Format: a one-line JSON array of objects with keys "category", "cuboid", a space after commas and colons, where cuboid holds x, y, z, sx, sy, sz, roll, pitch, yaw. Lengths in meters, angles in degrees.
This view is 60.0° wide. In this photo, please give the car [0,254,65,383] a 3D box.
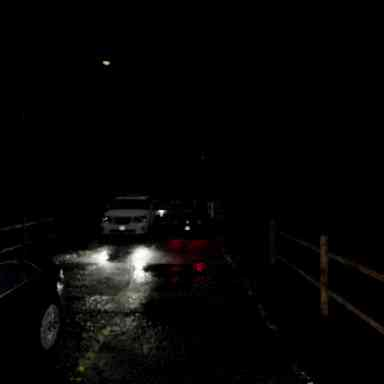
[{"category": "car", "cuboid": [-2.898, 1.493, 3.339, 2.128, 1.511, 4.902, 0, 0, 0]}]

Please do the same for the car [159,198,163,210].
[{"category": "car", "cuboid": [-4.798, 1.510, 44.050, 1.882, 1.535, 5.008, 0, 0, -5]}]

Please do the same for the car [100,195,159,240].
[{"category": "car", "cuboid": [-3.137, 1.218, 17.418, 2.150, 2.045, 5.566, 0, 0, -1]}]

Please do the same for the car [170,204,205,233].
[{"category": "car", "cuboid": [-0.327, 1.598, 19.635, 1.895, 1.301, 4.718, 0, 0, -2]}]

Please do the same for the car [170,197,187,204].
[{"category": "car", "cuboid": [-1.777, 1.385, 43.018, 2.097, 1.767, 4.553, 0, 0, -5]}]
